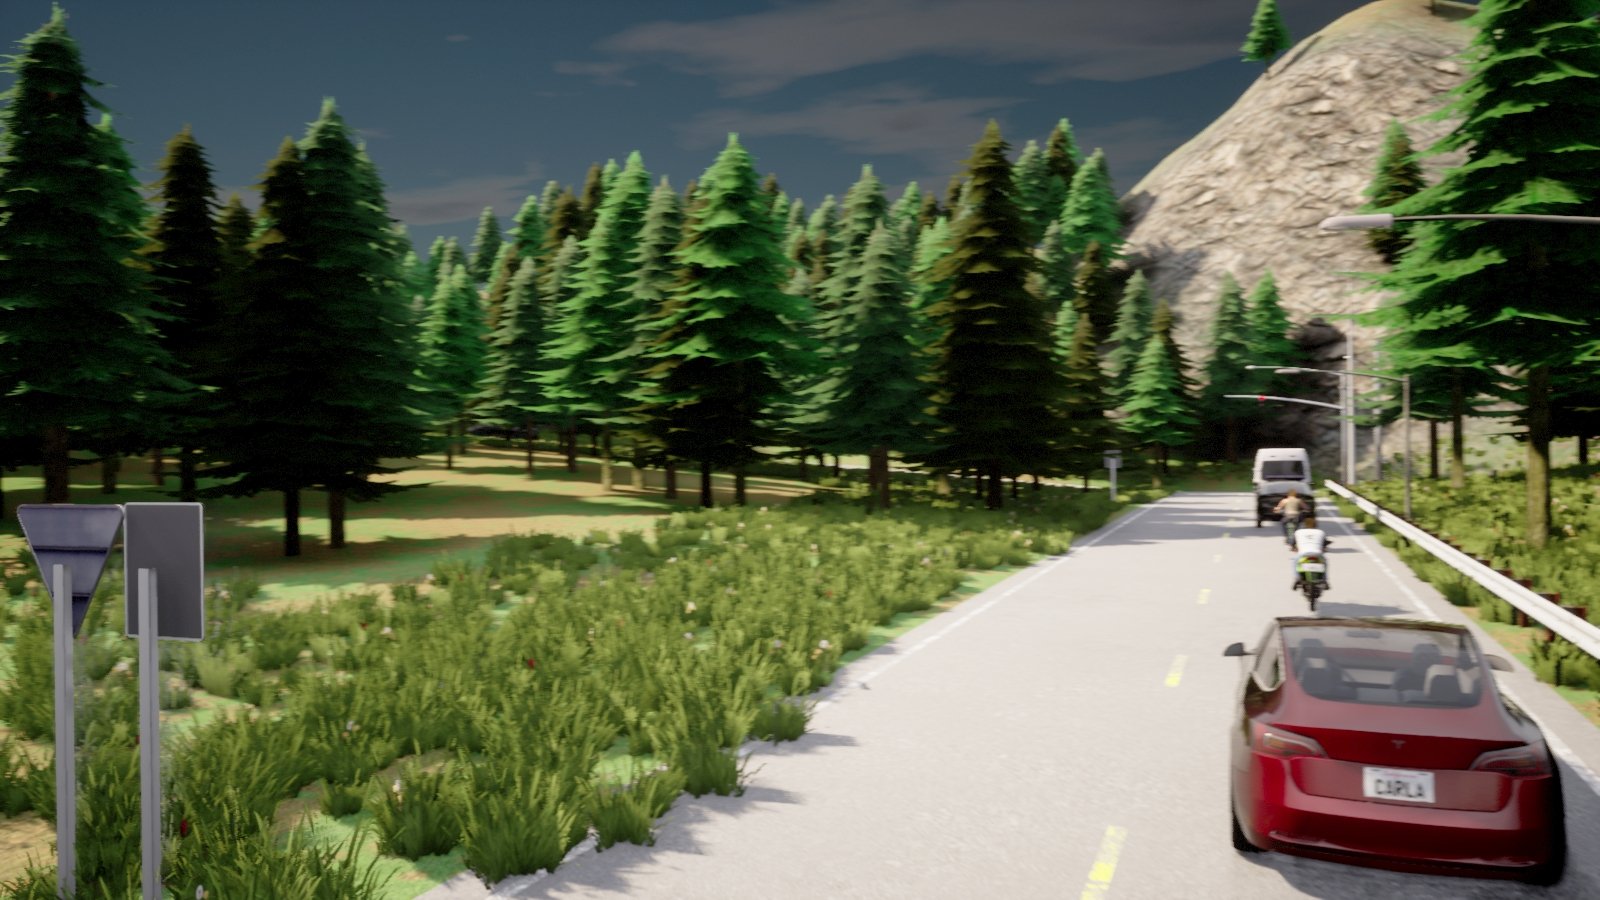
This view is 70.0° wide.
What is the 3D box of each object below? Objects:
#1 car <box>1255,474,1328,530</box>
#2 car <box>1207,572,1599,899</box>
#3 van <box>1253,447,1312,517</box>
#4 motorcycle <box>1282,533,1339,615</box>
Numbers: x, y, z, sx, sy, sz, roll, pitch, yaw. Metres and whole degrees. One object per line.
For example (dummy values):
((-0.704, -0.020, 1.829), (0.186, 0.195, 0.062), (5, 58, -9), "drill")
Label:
((16.477, 1.684, 38.507), (2.097, 1.638, 5.238), (-1, 0, 22), "car")
((4.437, 1.975, 8.863), (2.163, 1.488, 4.792), (-1, 0, 22), "car")
((19.134, 1.189, 45.430), (1.988, 2.561, 5.915), (-1, 0, 22), "van")
((8.593, 2.052, 19.293), (0.803, 1.145, 2.033), (-1, 0, 22), "motorcycle")
